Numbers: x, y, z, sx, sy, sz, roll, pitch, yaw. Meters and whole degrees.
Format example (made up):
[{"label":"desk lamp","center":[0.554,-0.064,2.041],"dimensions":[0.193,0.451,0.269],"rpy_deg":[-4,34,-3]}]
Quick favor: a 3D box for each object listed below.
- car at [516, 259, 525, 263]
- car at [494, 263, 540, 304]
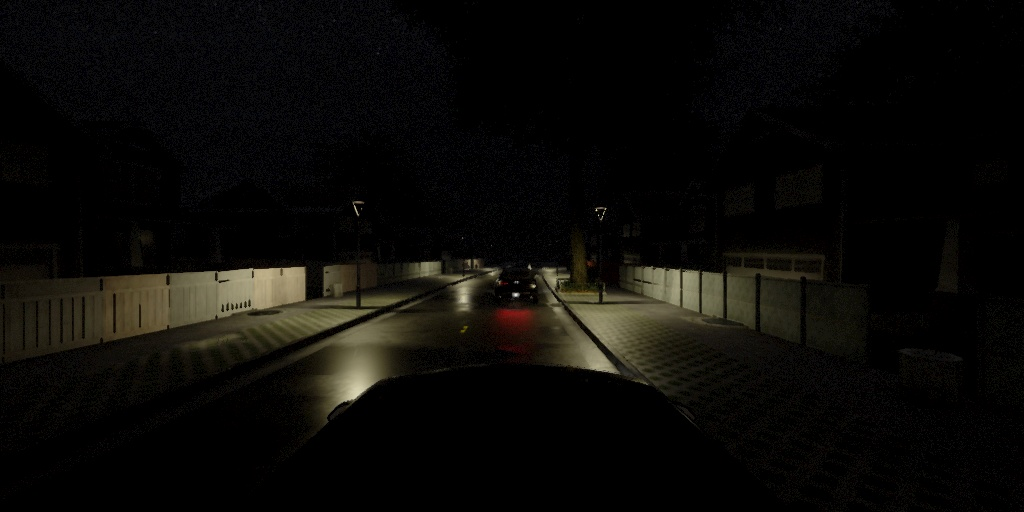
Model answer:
[{"label":"car","center":[0.898,1.290,31.404],"dimensions":[1.837,1.490,4.892],"rpy_deg":[0,0,3]},{"label":"car","center":[0.225,1.268,16.456],"dimensions":[1.837,1.490,4.892],"rpy_deg":[0,0,2]}]
